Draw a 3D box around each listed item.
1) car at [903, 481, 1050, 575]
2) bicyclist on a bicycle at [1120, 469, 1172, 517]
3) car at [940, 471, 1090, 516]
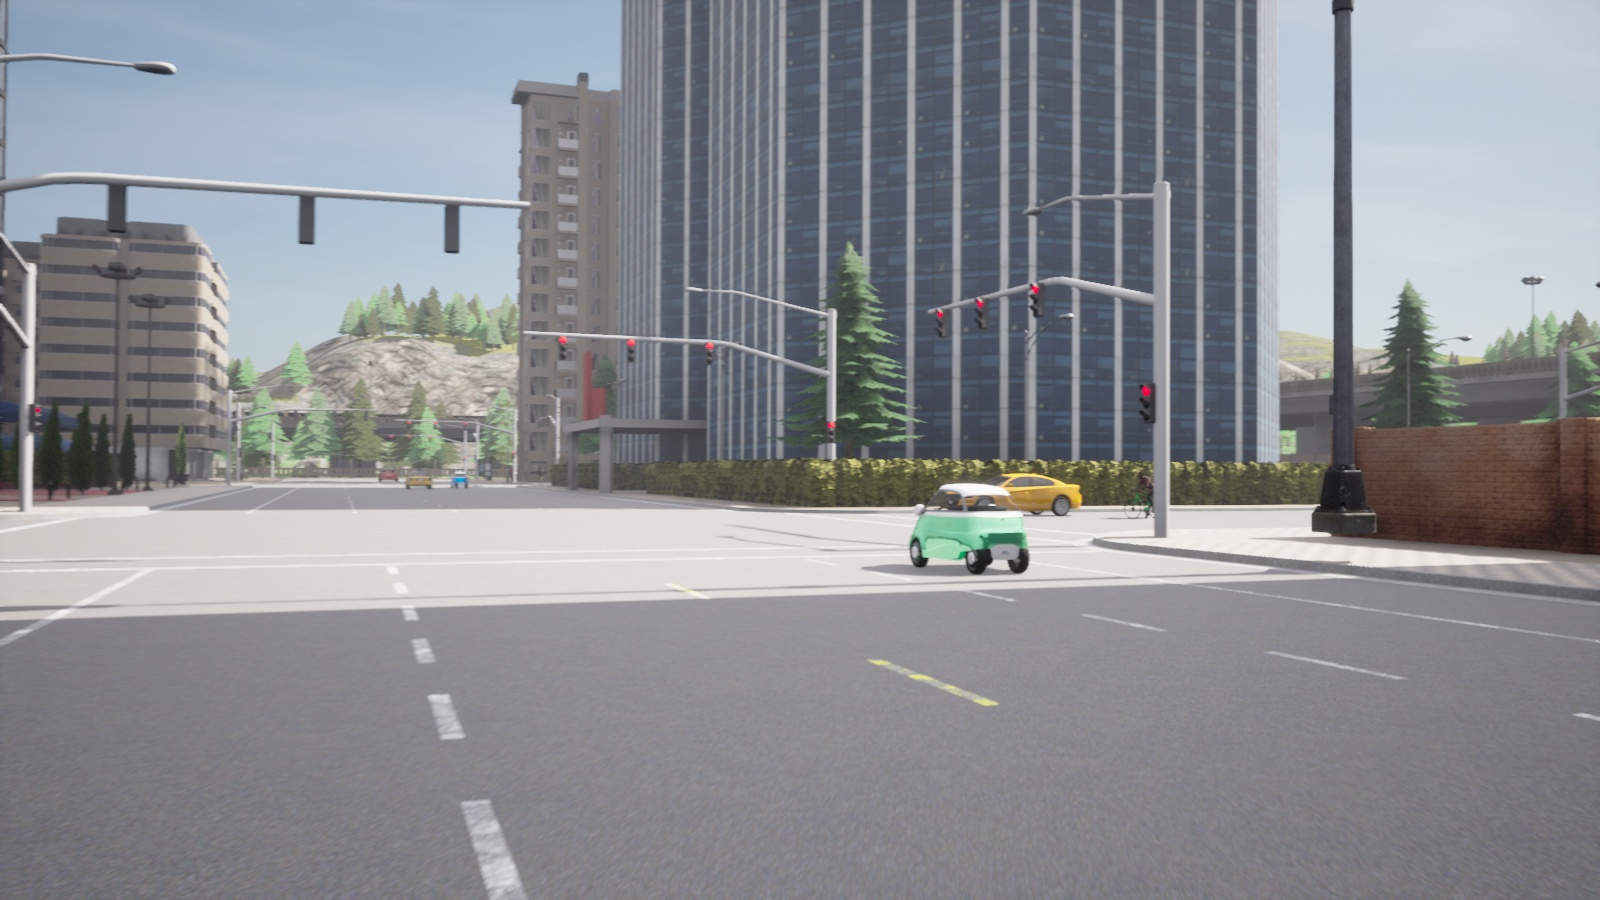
[{"bbox_3d":[2.784,1.201,20.136,1.481,1.376,2.207,0,-1,-20],"label":"car"},{"bbox_3d":[11.814,1.459,42.835,1.656,1.620,0.582,0,-1,-20],"label":"bicyclist on a bicycle"},{"bbox_3d":[7.715,1.530,45.078,5.008,1.535,1.882,0,-1,-20],"label":"car"}]
